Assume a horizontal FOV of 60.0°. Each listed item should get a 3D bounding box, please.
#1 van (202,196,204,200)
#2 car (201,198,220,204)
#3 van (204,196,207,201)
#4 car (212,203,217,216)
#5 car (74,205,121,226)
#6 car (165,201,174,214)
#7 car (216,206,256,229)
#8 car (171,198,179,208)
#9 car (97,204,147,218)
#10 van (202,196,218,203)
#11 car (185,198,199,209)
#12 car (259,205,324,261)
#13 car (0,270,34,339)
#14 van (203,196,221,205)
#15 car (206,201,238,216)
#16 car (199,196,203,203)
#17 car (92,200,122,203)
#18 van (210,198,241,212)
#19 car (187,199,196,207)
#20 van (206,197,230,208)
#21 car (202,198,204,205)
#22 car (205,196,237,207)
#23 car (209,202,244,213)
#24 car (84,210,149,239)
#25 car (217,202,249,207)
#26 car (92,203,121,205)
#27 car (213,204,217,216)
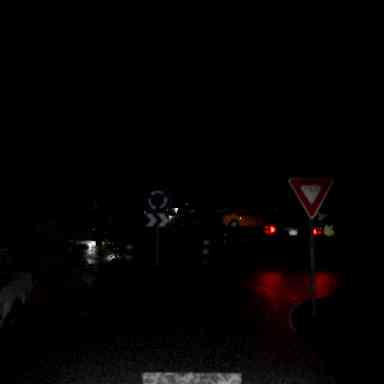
[{"bbox_3d":[4.777,2.010,66.360,4.442,1.987,1.878,0,0,0],"label":"van"},{"bbox_3d":[4.928,2.381,88.520,5.008,1.535,2.097,0,0,0],"label":"car"},{"bbox_3d":[4.771,1.958,58.034,4.442,1.987,1.878,0,0,0],"label":"van"},{"bbox_3d":[4.838,2.234,35.898,4.674,1.452,2.002,0,0,0],"label":"car"},{"bbox_3d":[-8.278,2.235,30.381,4.792,1.488,2.163,0,0,0],"label":"car"},{"bbox_3d":[-3.783,2.202,43.366,1.837,1.490,4.892,0,0,0],"label":"car"},{"bbox_3d":[4.821,2.211,27.710,5.008,1.535,2.097,0,0,0],"label":"car"},{"bbox_3d":[-3.651,2.035,63.201,2.150,2.045,5.566,0,0,0],"label":"car"},{"bbox_3d":[-8.049,2.185,38.709,5.366,1.575,1.946,0,0,0],"label":"car"},{"bbox_3d":[5.060,2.192,94.187,4.442,1.987,1.878,0,0,0],"label":"van"},{"bbox_3d":[-0.105,2.214,58.914,1.837,1.490,4.892,0,0,1],"label":"car"},{"bbox_3d":[4.123,1.580,14.050,2.150,2.045,5.566,-1,-2,14],"label":"car"},{"bbox_3d":[-3.441,1.633,3.830,1.895,1.301,4.718,0,-1,-11],"label":"car"},{"bbox_3d":[5.040,2.120,83.106,4.442,1.987,1.878,0,0,0],"label":"van"},{"bbox_3d":[4.660,2.185,38.668,5.366,1.575,1.946,0,0,0],"label":"car"},{"bbox_3d":[4.876,2.021,71.900,5.566,2.045,2.435,0,0,0],"label":"car"},{"bbox_3d":[-8.211,1.942,35.932,5.566,2.045,2.435,0,0,0],"label":"car"},{"bbox_3d":[4.982,1.940,49.870,4.442,1.987,1.878,0,0,0],"label":"van"},{"bbox_3d":[-0.141,2.251,69.063,1.882,1.535,5.008,0,0,0],"label":"car"},{"bbox_3d":[5.006,1.992,63.590,4.442,1.987,1.878,0,0,0],"label":"van"},{"bbox_3d":[4.890,2.199,60.819,5.008,1.535,2.097,0,0,0],"label":"car"},{"bbox_3d":[4.884,1.925,44.207,5.566,2.045,2.435,0,0,0],"label":"car"},{"bbox_3d":[4.832,2.199,46.977,4.792,1.488,2.163,0,0,0],"label":"car"},{"bbox_3d":[-4.572,2.145,21.135,1.837,1.490,4.892,1,-1,13],"label":"car"},{"bbox_3d":[4.862,2.080,30.481,4.553,1.767,2.185,0,0,0],"label":"car"},{"bbox_3d":[-8.239,2.199,33.157,5.008,1.535,2.097,0,0,0],"label":"car"},{"bbox_3d":[4.806,2.229,33.127,4.792,1.488,2.163,0,0,0],"label":"car"}]
